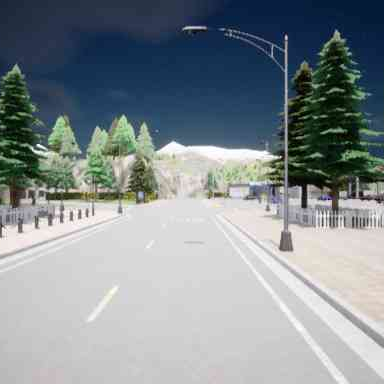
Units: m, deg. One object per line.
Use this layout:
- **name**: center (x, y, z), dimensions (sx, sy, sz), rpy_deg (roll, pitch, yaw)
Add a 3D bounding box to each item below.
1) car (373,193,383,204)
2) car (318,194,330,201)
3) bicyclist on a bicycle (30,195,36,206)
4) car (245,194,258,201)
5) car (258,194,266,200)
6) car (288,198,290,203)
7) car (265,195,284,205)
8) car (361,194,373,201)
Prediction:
- **car**: center (32.538, 1.072, 54.950), dimensions (1.932, 1.855, 4.605), rpy_deg (0, 0, 0)
- **car**: center (29.110, 1.296, 73.535), dimensions (1.845, 1.501, 3.633), rpy_deg (0, 0, 0)
- **bicyclist on a bicycle**: center (-21.786, 1.258, 45.623), dimensions (0.582, 1.620, 1.656), rpy_deg (0, 0, 1)
- **car**: center (14.203, 1.315, 81.304), dimensions (2.007, 1.523, 4.514), rpy_deg (0, 0, 0)
- **car**: center (17.340, 1.307, 81.325), dimensions (2.152, 1.636, 5.027), rpy_deg (0, 0, 0)
- **car**: center (17.009, 1.358, 62.662), dimensions (1.970, 1.475, 3.806), rpy_deg (0, 0, 0)
- **car**: center (13.956, 1.346, 55.271), dimensions (1.845, 1.501, 3.633), rpy_deg (0, 0, 0)
- **car**: center (39.102, 1.275, 73.394), dimensions (2.007, 1.523, 4.514), rpy_deg (0, 0, 0)
